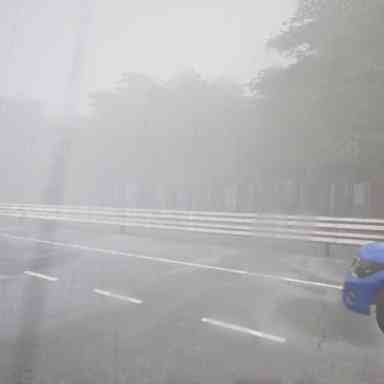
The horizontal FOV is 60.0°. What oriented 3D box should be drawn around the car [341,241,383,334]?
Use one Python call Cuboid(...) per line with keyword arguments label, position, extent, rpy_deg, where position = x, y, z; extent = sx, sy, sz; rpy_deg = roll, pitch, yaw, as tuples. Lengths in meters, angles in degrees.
Cuboid(label="car", position=(5.115, 1.223, 4.519), extent=(5.566, 2.045, 2.150), rpy_deg=(0, 0, 36))
